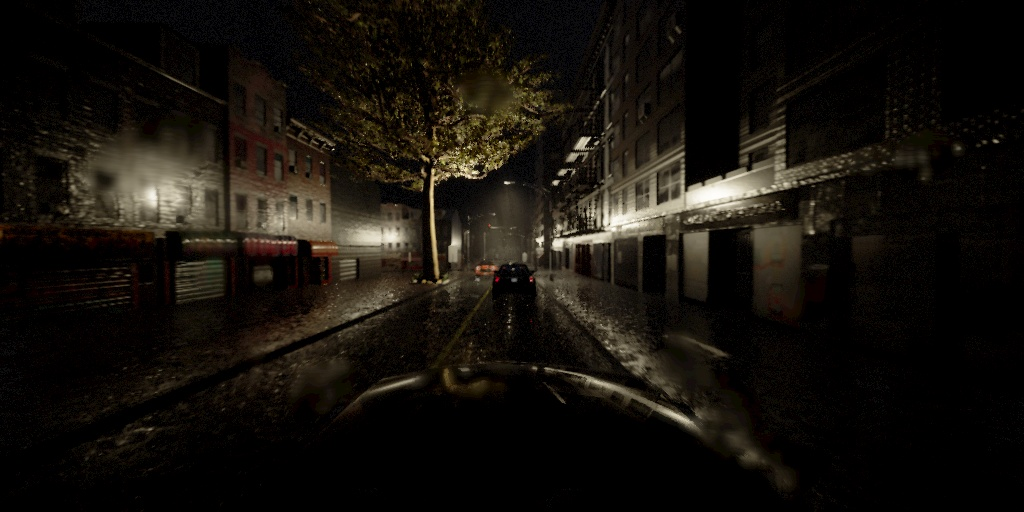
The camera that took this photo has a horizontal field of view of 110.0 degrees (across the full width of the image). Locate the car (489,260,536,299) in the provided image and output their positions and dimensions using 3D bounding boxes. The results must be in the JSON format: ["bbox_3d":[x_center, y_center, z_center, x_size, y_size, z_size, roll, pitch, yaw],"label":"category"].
[{"bbox_3d":[0.099,1.135,18.539,2.097,1.767,4.553,0,0,0],"label":"car"}]

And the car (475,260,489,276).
[{"bbox_3d":[-2.782,1.279,39.498,2.097,1.767,4.553,0,0,1],"label":"car"}]
